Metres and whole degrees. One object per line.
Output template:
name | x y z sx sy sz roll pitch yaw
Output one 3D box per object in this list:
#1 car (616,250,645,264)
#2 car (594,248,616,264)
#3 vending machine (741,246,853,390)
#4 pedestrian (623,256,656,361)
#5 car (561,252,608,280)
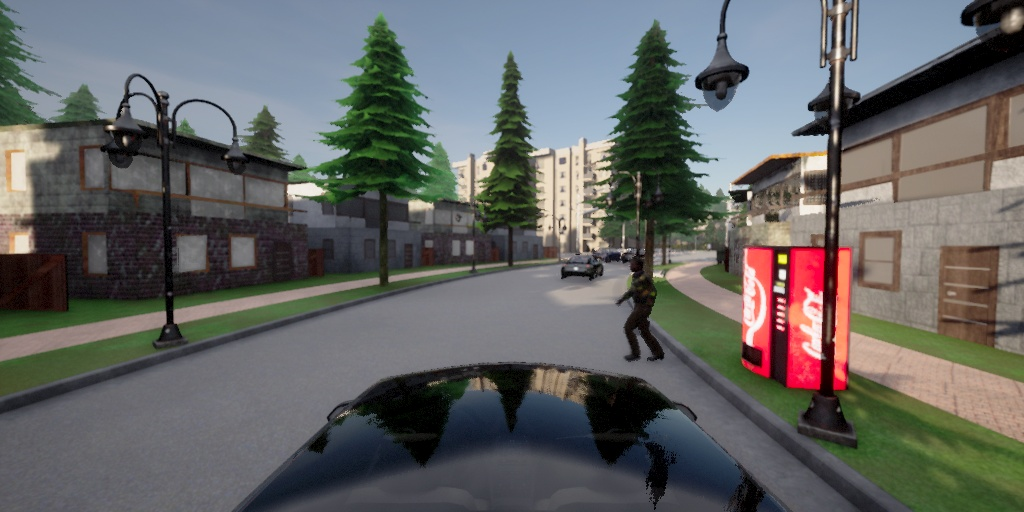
car | 13.180 0.065 37.661 2.128 1.511 4.902 2 2 39
car | 10.266 -0.149 39.567 2.097 1.767 4.553 2 3 37
vending machine | 4.075 0.837 5.290 1.100 2.100 0.880 0 0 6
pedestrian | 2.194 0.898 6.208 0.375 1.860 0.375 0 2 6
car | 4.417 0.635 22.178 1.994 1.385 4.181 1 2 23
